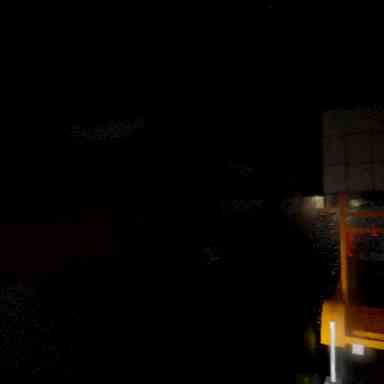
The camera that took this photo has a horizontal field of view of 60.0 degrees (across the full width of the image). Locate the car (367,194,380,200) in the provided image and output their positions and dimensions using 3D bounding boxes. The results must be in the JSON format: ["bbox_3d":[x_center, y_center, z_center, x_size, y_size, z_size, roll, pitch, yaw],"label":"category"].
[{"bbox_3d":[39.908,0.772,73.243,2.150,2.045,5.566,-2,-1,22],"label":"car"}]

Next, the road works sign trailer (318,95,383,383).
[{"bbox_3d":[3.114,0.410,4.668,2.380,3.560,2.880,-2,0,27],"label":"road works sign trailer"}]
